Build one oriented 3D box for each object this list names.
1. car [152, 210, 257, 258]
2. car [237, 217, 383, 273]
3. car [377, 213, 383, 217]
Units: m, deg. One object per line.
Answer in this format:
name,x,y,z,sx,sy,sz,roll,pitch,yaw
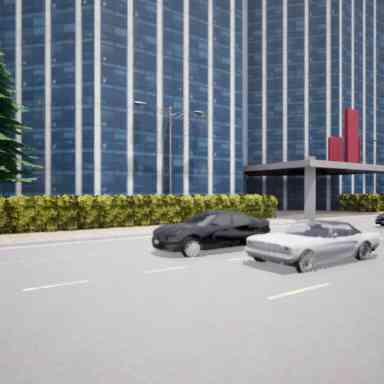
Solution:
car,0.862,1.477,12.913,5.008,1.535,1.882,0,0,-33
car,3.959,1.601,10.757,4.718,1.301,1.895,0,0,-33
car,14.119,1.547,21.577,5.357,1.411,2.033,0,0,-33
